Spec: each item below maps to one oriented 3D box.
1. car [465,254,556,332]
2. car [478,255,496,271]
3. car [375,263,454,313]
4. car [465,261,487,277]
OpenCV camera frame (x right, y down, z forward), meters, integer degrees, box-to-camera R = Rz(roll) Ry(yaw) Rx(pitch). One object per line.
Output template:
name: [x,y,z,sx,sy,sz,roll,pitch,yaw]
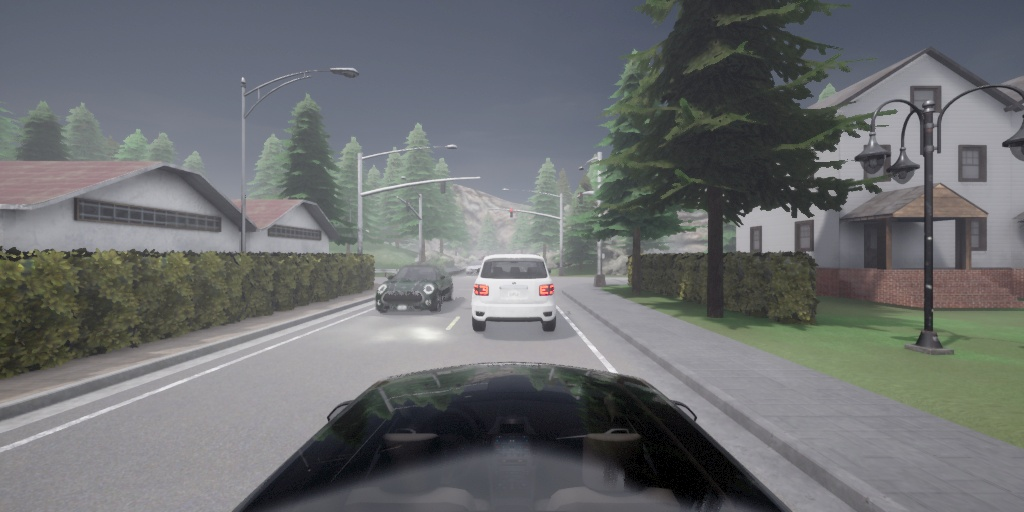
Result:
car: [0.064,0.971,11.048,2.150,2.045,5.566,0,0,0]
car: [-3.602,0.966,52.210,2.150,2.045,5.566,0,1,1]
car: [-3.599,1.102,13.986,2.097,1.767,4.553,0,0,0]
car: [-3.600,1.273,36.956,1.812,1.442,4.674,0,0,0]
